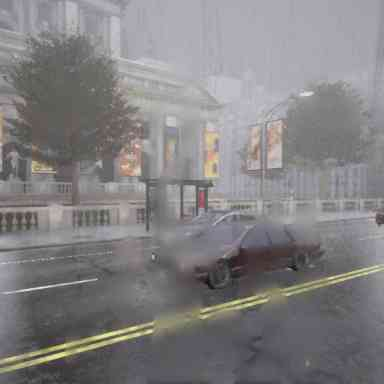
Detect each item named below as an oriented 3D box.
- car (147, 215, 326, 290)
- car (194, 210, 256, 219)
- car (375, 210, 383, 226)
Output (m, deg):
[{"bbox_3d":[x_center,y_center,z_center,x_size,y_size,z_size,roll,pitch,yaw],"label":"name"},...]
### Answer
[{"bbox_3d":[1.495,1.547,9.288,5.357,1.411,2.033,0,0,-35],"label":"car"},{"bbox_3d":[1.149,1.491,13.312,4.902,1.511,2.128,0,0,-35],"label":"car"},{"bbox_3d":[14.376,1.477,22.524,5.008,1.535,1.882,0,0,-35],"label":"car"}]
